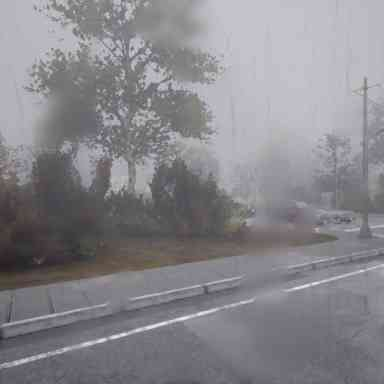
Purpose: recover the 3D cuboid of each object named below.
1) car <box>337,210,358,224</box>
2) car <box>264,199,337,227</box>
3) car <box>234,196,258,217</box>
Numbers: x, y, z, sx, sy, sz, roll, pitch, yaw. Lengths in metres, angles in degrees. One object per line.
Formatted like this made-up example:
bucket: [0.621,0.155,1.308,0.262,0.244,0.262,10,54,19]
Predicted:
car: [10.182,1.675,25.840,1.895,1.301,4.718,0,-1,-39]
car: [7.389,1.426,23.637,2.097,1.767,4.553,0,-1,-38]
car: [3.944,1.430,33.373,2.150,2.045,5.566,0,-1,-41]
